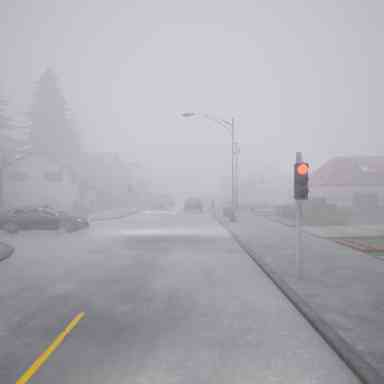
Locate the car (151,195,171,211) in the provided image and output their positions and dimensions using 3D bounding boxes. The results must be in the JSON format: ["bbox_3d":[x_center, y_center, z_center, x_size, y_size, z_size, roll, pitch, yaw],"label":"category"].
[{"bbox_3d":[-4.043,1.505,41.749,1.837,1.490,4.892,0,0,0],"label":"car"}]

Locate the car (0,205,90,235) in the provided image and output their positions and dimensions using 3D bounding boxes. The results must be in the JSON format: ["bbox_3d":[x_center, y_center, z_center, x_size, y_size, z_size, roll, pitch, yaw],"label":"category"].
[{"bbox_3d":[-8.152,1.492,18.244,4.902,1.511,2.128,0,0,-7],"label":"car"}]

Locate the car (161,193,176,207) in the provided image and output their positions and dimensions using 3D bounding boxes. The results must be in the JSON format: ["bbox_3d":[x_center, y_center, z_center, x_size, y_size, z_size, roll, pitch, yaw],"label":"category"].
[{"bbox_3d":[-4.028,1.221,51.798,2.150,2.045,5.566,0,0,0],"label":"car"}]

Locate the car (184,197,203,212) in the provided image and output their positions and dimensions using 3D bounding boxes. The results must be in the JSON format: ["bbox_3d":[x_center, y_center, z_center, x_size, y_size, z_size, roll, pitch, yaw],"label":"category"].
[{"bbox_3d":[0.163,1.352,39.549,2.097,1.767,4.553,0,0,0],"label":"car"}]

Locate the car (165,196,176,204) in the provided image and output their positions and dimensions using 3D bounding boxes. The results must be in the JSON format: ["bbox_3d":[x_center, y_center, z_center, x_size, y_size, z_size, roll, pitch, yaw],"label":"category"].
[{"bbox_3d":[-3.979,1.525,62.143,1.812,1.442,4.674,0,0,0],"label":"car"}]
